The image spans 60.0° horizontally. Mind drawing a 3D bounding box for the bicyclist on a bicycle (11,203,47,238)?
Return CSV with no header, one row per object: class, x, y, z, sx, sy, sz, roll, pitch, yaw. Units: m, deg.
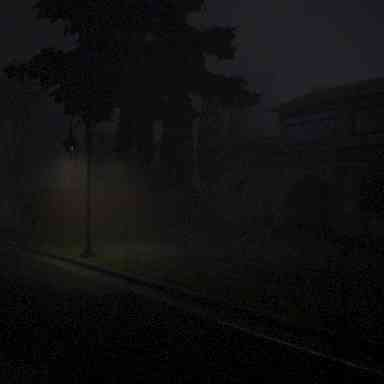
bicyclist on a bicycle,-7.845,1.382,16.075,0.582,1.620,1.656,0,-1,43
